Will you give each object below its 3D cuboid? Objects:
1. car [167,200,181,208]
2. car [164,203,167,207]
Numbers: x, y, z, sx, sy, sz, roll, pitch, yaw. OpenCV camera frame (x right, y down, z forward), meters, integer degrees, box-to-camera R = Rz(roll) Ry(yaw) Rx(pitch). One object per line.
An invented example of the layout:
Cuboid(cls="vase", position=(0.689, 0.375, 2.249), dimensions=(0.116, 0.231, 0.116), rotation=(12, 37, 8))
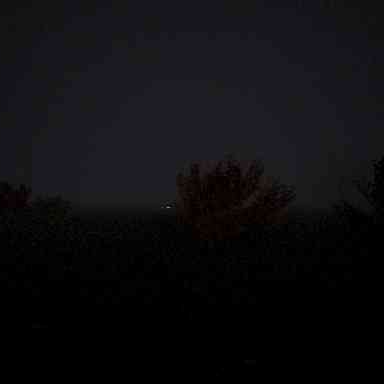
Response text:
Cuboid(cls="car", position=(-1.502, 2.172, 60.553), dimensions=(2.033, 1.411, 5.357), rotation=(-1, -1, 37))
Cuboid(cls="car", position=(-3.496, 2.275, 63.834), dimensions=(1.994, 1.385, 4.181), rotation=(-1, -2, 36))
